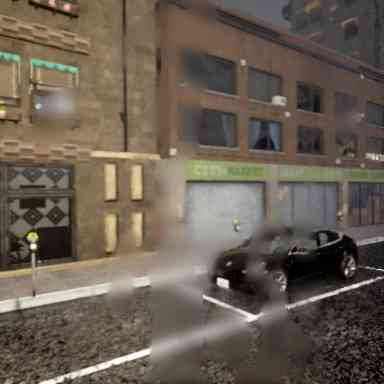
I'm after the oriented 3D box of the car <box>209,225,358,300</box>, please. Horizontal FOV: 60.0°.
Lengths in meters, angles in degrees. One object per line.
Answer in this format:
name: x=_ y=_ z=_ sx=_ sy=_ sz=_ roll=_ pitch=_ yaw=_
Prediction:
car: x=2.426 y=1.542 z=8.305 sx=4.313 sy=1.339 sz=1.947 roll=0 pitch=0 yaw=-36
